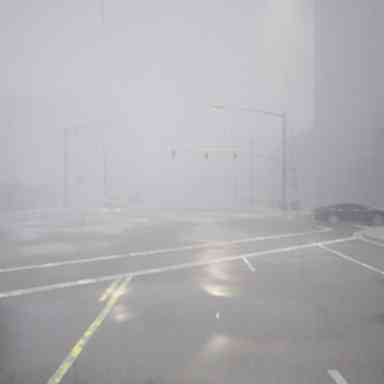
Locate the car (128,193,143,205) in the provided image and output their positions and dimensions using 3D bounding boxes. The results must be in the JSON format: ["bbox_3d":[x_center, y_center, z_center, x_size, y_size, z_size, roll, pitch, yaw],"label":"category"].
[{"bbox_3d":[-10.555,1.268,62.128,2.150,2.045,5.566,0,0,1],"label":"car"}]

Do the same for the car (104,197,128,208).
[{"bbox_3d":[-10.602,1.402,45.442,1.882,1.535,5.008,0,0,0],"label":"car"}]

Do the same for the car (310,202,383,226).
[{"bbox_3d":[10.489,1.426,22.243,4.892,1.490,1.837,0,0,0],"label":"car"}]
